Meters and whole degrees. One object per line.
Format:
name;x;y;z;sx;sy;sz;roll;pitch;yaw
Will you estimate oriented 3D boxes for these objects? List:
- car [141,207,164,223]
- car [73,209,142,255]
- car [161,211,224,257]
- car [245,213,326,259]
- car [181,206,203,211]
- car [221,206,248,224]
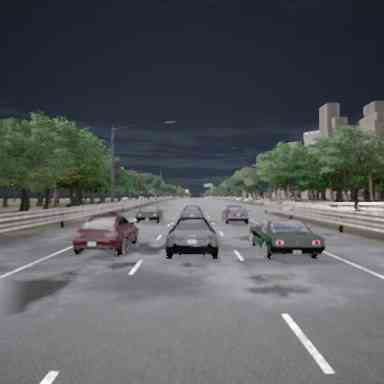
car;-3.486;1.884;28.254;1.895;1.301;4.718;0;0;0
car;-3.477;1.669;13.905;1.812;1.442;4.674;0;0;1
car;0.019;1.704;13.511;1.994;1.385;4.181;0;0;0
car;3.517;1.738;13.263;1.895;1.301;4.718;0;-1;0
car;0.017;1.849;28.433;1.994;1.385;4.181;0;0;0
car;3.506;1.824;27.516;2.033;1.411;5.357;0;0;0
